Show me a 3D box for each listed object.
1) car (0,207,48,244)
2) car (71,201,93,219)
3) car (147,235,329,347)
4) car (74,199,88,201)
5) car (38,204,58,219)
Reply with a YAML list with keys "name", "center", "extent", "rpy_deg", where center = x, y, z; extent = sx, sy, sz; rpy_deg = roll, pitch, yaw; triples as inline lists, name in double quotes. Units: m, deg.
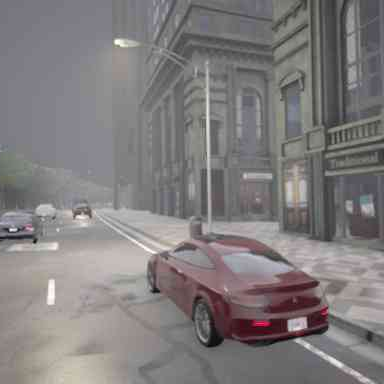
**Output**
- name: "car"
  center: [-8.533, 1.697, 16.566]
  extent: [2.033, 1.411, 5.357]
  rpy_deg: [0, -1, -21]
- name: "car"
  center: [-11.529, 1.950, 34.949]
  extent: [1.837, 1.490, 4.892]
  rpy_deg: [0, -1, -19]
- name: "car"
  center: [0.481, 1.554, 6.424]
  extent: [1.812, 1.442, 4.674]
  rpy_deg: [0, 0, -23]
- name: "car"
  center: [-14.824, 1.904, 44.387]
  extent: [2.150, 2.045, 5.566]
  rpy_deg: [0, -1, -17]
- name: "car"
  center: [-14.642, 1.976, 33.370]
  extent: [1.812, 1.442, 4.674]
  rpy_deg: [0, -1, -19]
